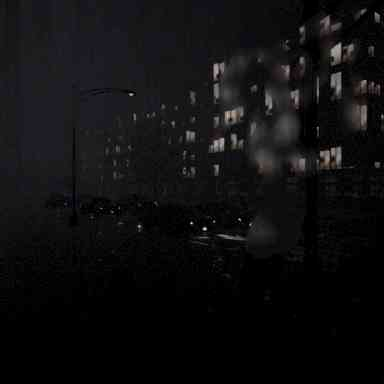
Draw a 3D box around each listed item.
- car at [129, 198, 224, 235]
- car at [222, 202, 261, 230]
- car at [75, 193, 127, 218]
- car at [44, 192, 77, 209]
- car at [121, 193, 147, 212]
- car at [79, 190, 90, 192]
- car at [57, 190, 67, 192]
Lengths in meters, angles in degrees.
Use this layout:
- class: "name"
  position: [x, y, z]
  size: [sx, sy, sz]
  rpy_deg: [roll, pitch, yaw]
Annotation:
- class: "car"
  position: [-1.040, 1.291, 17.663]
  size: [2.033, 1.411, 5.357]
  rpy_deg: [0, 1, -38]
- class: "car"
  position: [1.566, 1.288, 19.662]
  size: [2.033, 1.411, 5.357]
  rpy_deg: [0, 1, -36]
- class: "car"
  position: [-7.054, 1.092, 25.288]
  size: [1.812, 1.442, 4.674]
  rpy_deg: [0, 1, -38]
- class: "car"
  position: [-13.255, 0.946, 33.186]
  size: [1.994, 1.385, 4.181]
  rpy_deg: [0, 1, -38]
- class: "car"
  position: [-4.625, 0.911, 27.462]
  size: [2.097, 1.767, 4.553]
  rpy_deg: [0, 1, -38]
- class: "car"
  position: [-18.092, 0.484, 55.463]
  size: [2.128, 1.511, 4.902]
  rpy_deg: [0, 1, -38]
- class: "car"
  position: [-25.424, 0.299, 64.814]
  size: [1.812, 1.442, 4.674]
  rpy_deg: [0, 1, -38]
